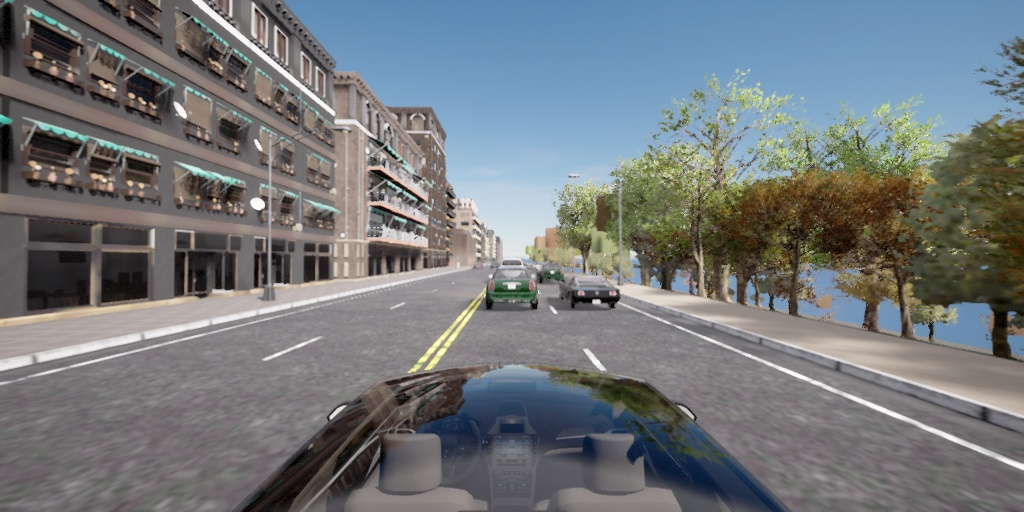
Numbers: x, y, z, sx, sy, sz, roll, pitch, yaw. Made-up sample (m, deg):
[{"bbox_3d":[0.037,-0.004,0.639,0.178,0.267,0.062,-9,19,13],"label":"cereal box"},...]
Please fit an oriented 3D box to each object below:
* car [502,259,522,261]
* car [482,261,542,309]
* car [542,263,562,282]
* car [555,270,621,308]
[{"bbox_3d":[-0.007,1.244,30.878,2.150,2.045,5.566,0,0,0],"label":"car"},{"bbox_3d":[-0.001,1.235,15.924,2.097,1.767,4.553,0,-1,0],"label":"car"},{"bbox_3d":[3.245,1.378,30.938,2.097,1.767,4.553,0,-1,0],"label":"car"},{"bbox_3d":[3.248,1.486,15.959,1.895,1.301,4.718,0,-1,0],"label":"car"}]
